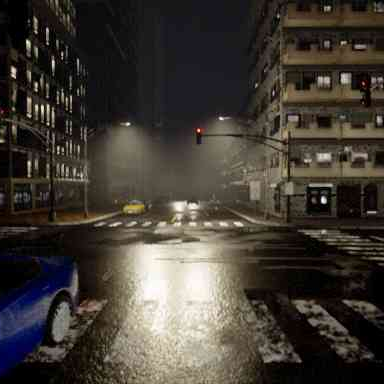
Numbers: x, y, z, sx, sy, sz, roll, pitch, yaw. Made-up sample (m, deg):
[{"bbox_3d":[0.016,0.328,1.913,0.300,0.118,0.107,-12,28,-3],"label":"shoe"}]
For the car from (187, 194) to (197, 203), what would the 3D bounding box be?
[{"bbox_3d":[0.034,1.318,71.225,2.097,1.767,4.553,0,0,0],"label":"car"}]

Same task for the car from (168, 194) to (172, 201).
[{"bbox_3d":[-5.671,1.509,67.018,1.887,1.381,4.507,-1,0,0],"label":"car"}]

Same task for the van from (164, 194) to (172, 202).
[{"bbox_3d":[-5.668,1.300,78.328,1.690,1.788,3.998,-1,0,0],"label":"van"}]

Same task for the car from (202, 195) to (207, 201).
[{"bbox_3d":[2.710,1.402,72.670,1.967,1.590,4.097,-1,0,0],"label":"car"}]

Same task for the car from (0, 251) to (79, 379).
[{"bbox_3d":[-2.980,1.475,3.535,1.882,1.535,5.008,-1,0,5],"label":"car"}]

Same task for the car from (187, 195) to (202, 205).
[{"bbox_3d":[0.125,1.458,58.390,2.128,1.511,4.902,0,0,0],"label":"car"}]

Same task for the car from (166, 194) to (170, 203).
[{"bbox_3d":[-5.673,1.549,61.364,1.802,1.307,4.206,-1,0,0],"label":"car"}]

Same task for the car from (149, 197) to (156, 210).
[{"bbox_3d":[-5.685,1.544,38.746,1.947,1.339,4.313,-1,0,0],"label":"car"}]

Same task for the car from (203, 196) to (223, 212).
[{"bbox_3d":[2.695,1.529,38.742,2.008,1.369,4.403,-1,0,0],"label":"car"}]

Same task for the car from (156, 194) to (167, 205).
[{"bbox_3d":[-5.676,1.515,55.709,1.887,1.381,4.507,-1,0,0],"label":"car"}]

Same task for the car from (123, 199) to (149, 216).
[{"bbox_3d":[-5.688,1.507,32.921,1.752,1.417,4.829,-1,0,0],"label":"car"}]
